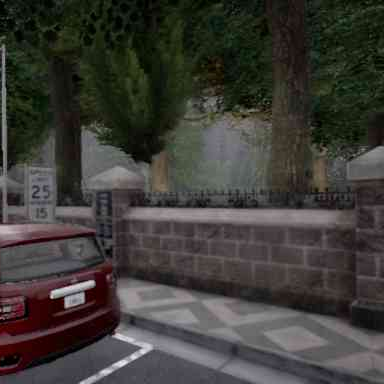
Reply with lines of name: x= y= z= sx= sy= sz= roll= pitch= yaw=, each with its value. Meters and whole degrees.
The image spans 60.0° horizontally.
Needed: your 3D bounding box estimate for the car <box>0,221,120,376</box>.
car: x=-3.338 y=1.410 z=5.347 sx=5.009 sy=1.841 sz=2.192 roll=-1 pitch=-1 yaw=36
